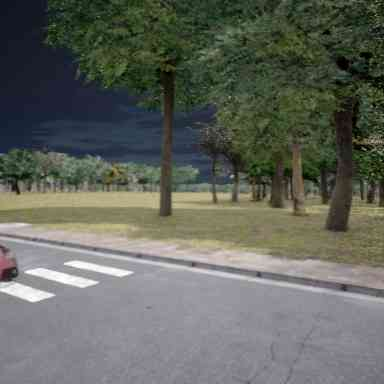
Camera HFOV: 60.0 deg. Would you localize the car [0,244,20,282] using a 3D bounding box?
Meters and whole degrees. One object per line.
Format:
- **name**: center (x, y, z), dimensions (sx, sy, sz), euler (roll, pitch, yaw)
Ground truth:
- **car**: center (-6.072, 1.491, 8.070), dimensions (4.181, 1.385, 1.994), euler (0, 1, 34)
